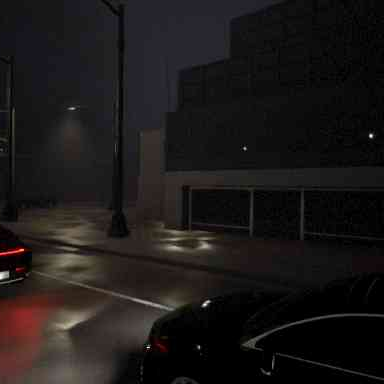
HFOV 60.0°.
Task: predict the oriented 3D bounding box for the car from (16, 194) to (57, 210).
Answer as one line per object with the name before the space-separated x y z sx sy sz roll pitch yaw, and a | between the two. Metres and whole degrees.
car | -16.572 1.038 34.770 1.837 1.490 4.892 1 1 36

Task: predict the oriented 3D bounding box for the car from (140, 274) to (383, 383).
car | 1.703 1.503 2.780 4.892 1.490 1.837 0 0 36

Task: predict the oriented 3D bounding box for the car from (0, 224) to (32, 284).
car | -5.826 1.415 8.121 4.892 1.490 1.837 1 0 35
